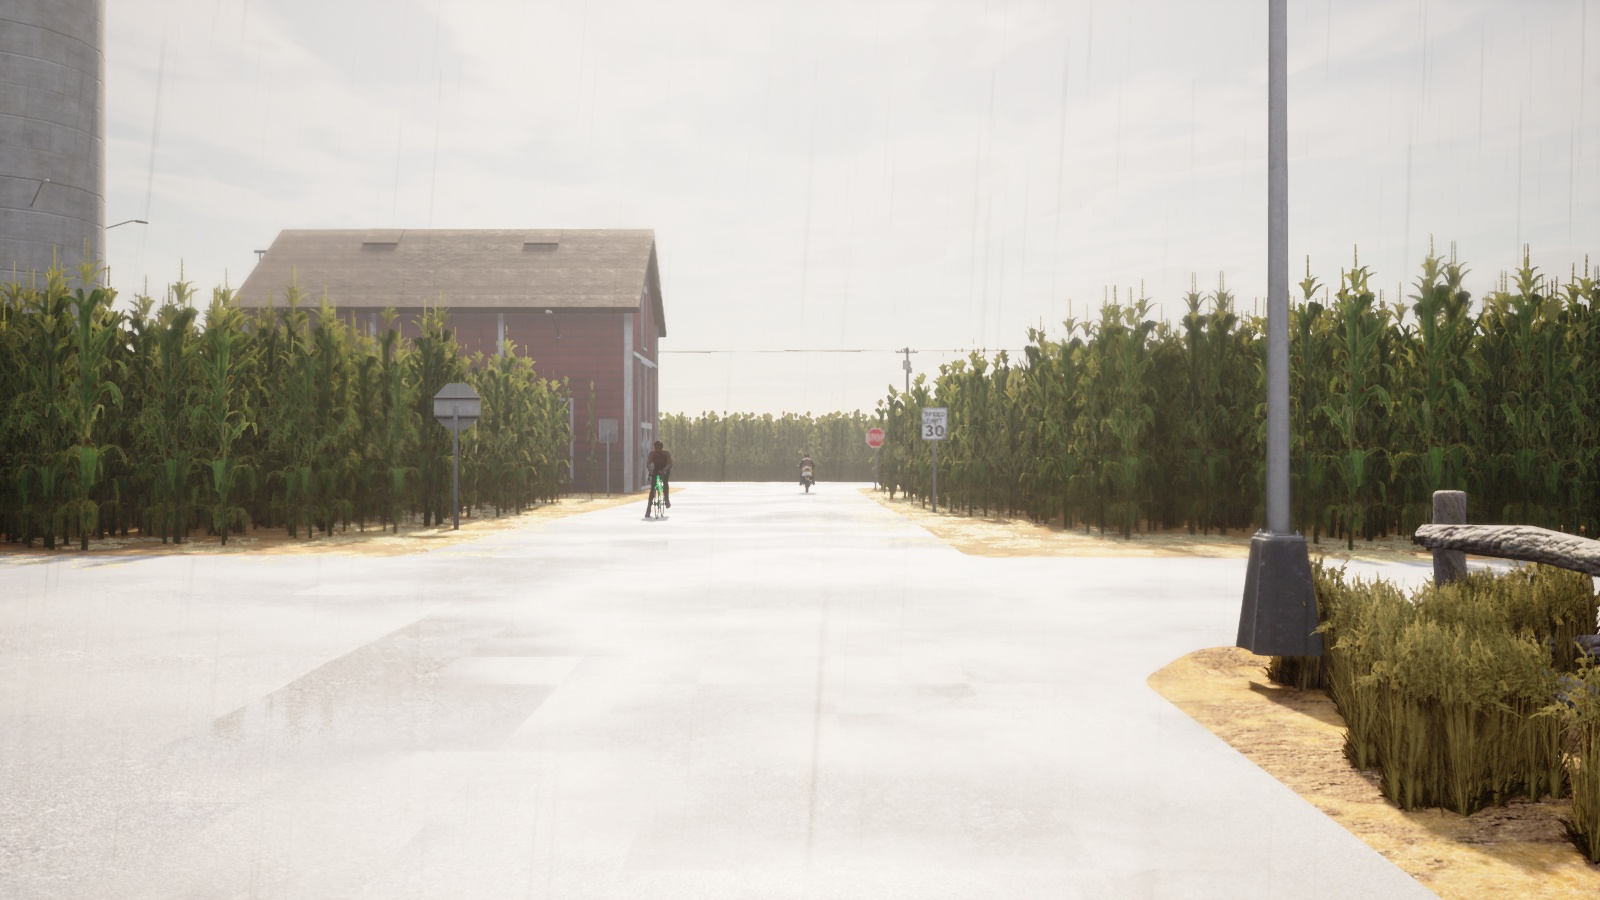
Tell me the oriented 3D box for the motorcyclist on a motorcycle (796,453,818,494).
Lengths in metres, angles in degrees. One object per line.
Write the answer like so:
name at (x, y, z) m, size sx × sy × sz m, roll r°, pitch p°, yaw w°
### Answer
motorcyclist on a motorcycle at (0.269, 0.887, 47.763) m, size 0.797 × 1.523 × 2.044 m, roll 0°, pitch -1°, yaw 0°

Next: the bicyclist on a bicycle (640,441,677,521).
bicyclist on a bicycle at (-2.945, 0.627, 26.313) m, size 0.582 × 1.620 × 1.656 m, roll 0°, pitch 0°, yaw 0°
